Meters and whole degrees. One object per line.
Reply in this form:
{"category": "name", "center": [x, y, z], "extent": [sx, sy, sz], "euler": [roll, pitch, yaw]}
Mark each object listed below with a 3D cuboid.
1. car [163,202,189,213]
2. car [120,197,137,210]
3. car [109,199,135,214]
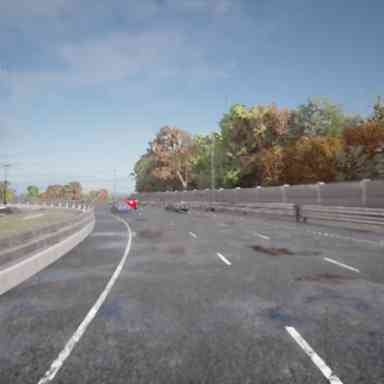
{"category": "car", "center": [-2.227, 2.023, 44.845], "extent": [2.033, 1.411, 5.357], "euler": [0, -1, -24]}
{"category": "car", "center": [-10.747, 1.869, 53.982], "extent": [2.150, 2.045, 5.566], "euler": [0, -1, -30]}
{"category": "car", "center": [-9.582, 2.085, 44.176], "extent": [2.033, 1.411, 5.357], "euler": [0, -1, -26]}
